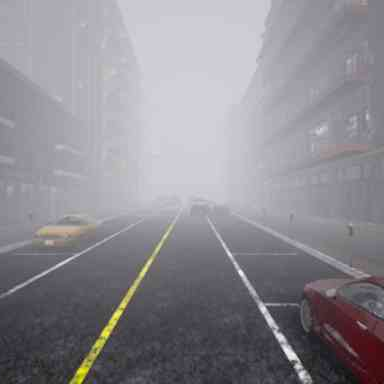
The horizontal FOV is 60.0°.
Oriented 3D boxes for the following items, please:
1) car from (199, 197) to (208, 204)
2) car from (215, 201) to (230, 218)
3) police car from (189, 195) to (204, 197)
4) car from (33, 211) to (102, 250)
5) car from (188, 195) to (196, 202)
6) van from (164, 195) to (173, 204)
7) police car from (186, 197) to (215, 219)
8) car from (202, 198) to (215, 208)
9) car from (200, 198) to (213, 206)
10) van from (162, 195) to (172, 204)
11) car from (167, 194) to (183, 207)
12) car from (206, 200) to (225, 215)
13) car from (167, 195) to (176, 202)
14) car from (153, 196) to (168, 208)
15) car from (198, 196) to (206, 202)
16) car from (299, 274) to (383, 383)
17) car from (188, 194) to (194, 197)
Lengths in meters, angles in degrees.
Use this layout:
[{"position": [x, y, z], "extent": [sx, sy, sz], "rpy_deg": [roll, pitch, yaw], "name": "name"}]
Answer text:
[{"position": [2.586, 1.875, 75.685], "extent": [1.887, 1.381, 4.507], "rpy_deg": [1, 0, 0], "name": "car"}, {"position": [2.585, 1.645, 31.439], "extent": [1.887, 1.381, 4.507], "rpy_deg": [1, 0, 0], "name": "car"}, {"position": [0.826, 1.564, 40.219], "extent": [1.930, 1.638, 5.238], "rpy_deg": [0, 0, 0], "name": "police car"}, {"position": [-5.293, 1.566, 14.748], "extent": [1.752, 1.417, 4.829], "rpy_deg": [2, 0, 0], "name": "car"}, {"position": [0.002, 1.629, 81.626], "extent": [2.097, 1.767, 4.553], "rpy_deg": [0, 0, 0], "name": "car"}, {"position": [-5.290, 1.672, 75.748], "extent": [1.690, 1.788, 3.998], "rpy_deg": [1, 0, 0], "name": "van"}, {"position": [0.714, 1.521, 30.217], "extent": [1.930, 1.638, 5.238], "rpy_deg": [0, 0, 0], "name": "police car"}, {"position": [2.585, 1.749, 53.561], "extent": [1.887, 1.381, 4.507], "rpy_deg": [1, 0, 0], "name": "car"}, {"position": [2.585, 1.784, 59.093], "extent": [2.008, 1.369, 4.403], "rpy_deg": [1, 0, 0], "name": "car"}, {"position": [-5.289, 1.637, 70.216], "extent": [1.690, 1.788, 3.998], "rpy_deg": [2, 0, 0], "name": "van"}, {"position": [-2.807, 1.444, 57.126], "extent": [2.150, 2.045, 5.566], "rpy_deg": [0, 0, 1], "name": "car"}, {"position": [2.586, 1.650, 37.142], "extent": [1.752, 1.417, 4.829], "rpy_deg": [1, 0, 0], "name": "car"}, {"position": [-5.289, 1.720, 86.808], "extent": [2.192, 1.841, 5.009], "rpy_deg": [1, 0, 0], "name": "car"}, {"position": [-5.294, 1.730, 53.455], "extent": [1.752, 1.417, 4.829], "rpy_deg": [2, 0, 0], "name": "car"}, {"position": [2.596, 1.844, 86.747], "extent": [1.967, 1.590, 4.097], "rpy_deg": [1, 0, 0], "name": "car"}, {"position": [2.584, 1.592, 3.790], "extent": [1.802, 1.307, 4.206], "rpy_deg": [1, 0, 0], "name": "car"}, {"position": [0.825, 1.517, 46.082], "extent": [2.097, 1.767, 4.553], "rpy_deg": [0, 0, 0], "name": "car"}]
